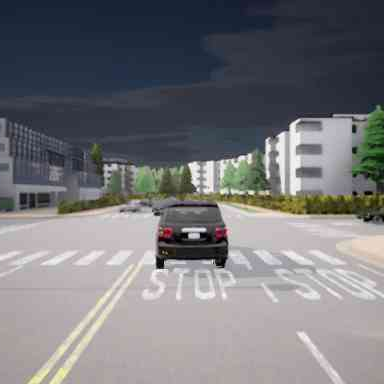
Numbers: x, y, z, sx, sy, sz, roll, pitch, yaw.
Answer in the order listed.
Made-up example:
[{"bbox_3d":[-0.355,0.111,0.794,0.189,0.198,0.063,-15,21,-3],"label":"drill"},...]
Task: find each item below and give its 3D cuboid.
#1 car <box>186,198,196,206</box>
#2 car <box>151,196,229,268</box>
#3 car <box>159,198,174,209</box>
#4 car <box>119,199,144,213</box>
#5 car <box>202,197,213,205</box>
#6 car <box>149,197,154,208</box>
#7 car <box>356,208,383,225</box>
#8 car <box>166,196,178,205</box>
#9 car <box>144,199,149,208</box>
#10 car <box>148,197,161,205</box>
[{"bbox_3d":[-0.308,1.906,64.355,1.895,1.301,4.718,0,0,-1],"label":"car"},{"bbox_3d":[-0.167,1.280,11.689,2.150,2.045,5.566,0,0,-5],"label":"car"},{"bbox_3d":[-3.846,1.748,51.082,1.837,1.490,4.892,0,0,0],"label":"car"},{"bbox_3d":[-7.292,1.789,39.493,1.895,1.301,4.718,0,0,1],"label":"car"},{"bbox_3d":[3.078,1.797,67.416,1.882,1.535,5.008,0,0,-3],"label":"car"},{"bbox_3d":[-3.707,1.693,39.503,1.837,1.490,4.892,0,0,-2],"label":"car"},{"bbox_3d":[14.869,1.701,24.757,4.718,1.301,1.895,0,0,0],"label":"car"},{"bbox_3d":[-3.902,1.661,65.430,2.097,1.767,4.553,0,0,-1],"label":"car"},{"bbox_3d":[-7.359,1.799,52.954,2.033,1.411,5.357,0,0,0],"label":"car"},{"bbox_3d":[-7.444,1.814,66.040,2.128,1.511,4.902,0,0,0],"label":"car"}]
